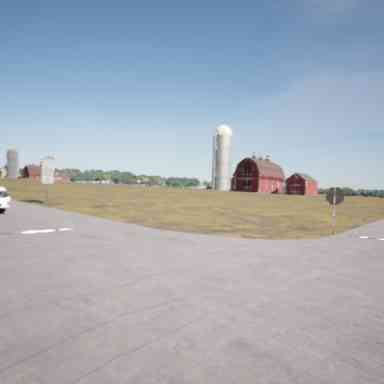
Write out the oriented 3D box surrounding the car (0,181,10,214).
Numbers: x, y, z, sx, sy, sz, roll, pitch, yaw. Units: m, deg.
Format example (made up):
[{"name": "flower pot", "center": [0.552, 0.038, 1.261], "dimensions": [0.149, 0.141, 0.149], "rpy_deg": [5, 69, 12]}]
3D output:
[{"name": "car", "center": [-11.072, -0.114, 16.371], "dimensions": [5.566, 2.045, 2.150], "rpy_deg": [6, 2, 39]}]
